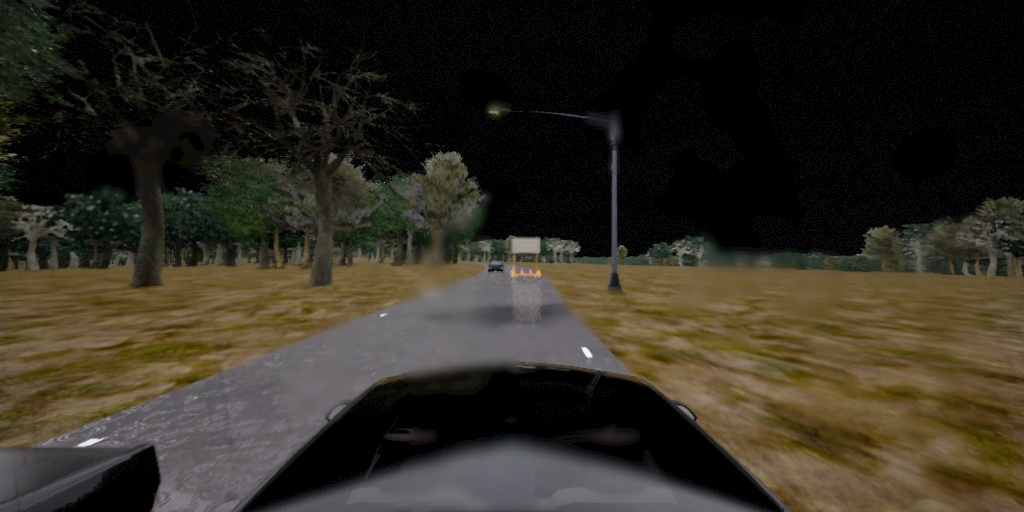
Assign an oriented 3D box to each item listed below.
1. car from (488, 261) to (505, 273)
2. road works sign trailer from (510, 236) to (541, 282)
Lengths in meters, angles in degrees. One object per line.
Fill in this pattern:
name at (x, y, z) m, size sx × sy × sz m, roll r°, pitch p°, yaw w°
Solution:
car at (-1.831, 1.275, 42.375) m, size 2.033 × 1.411 × 5.357 m, roll 0°, pitch 0°, yaw 0°
road works sign trailer at (1.089, 0.205, 28.912) m, size 2.380 × 3.560 × 2.880 m, roll 0°, pitch 0°, yaw 1°
